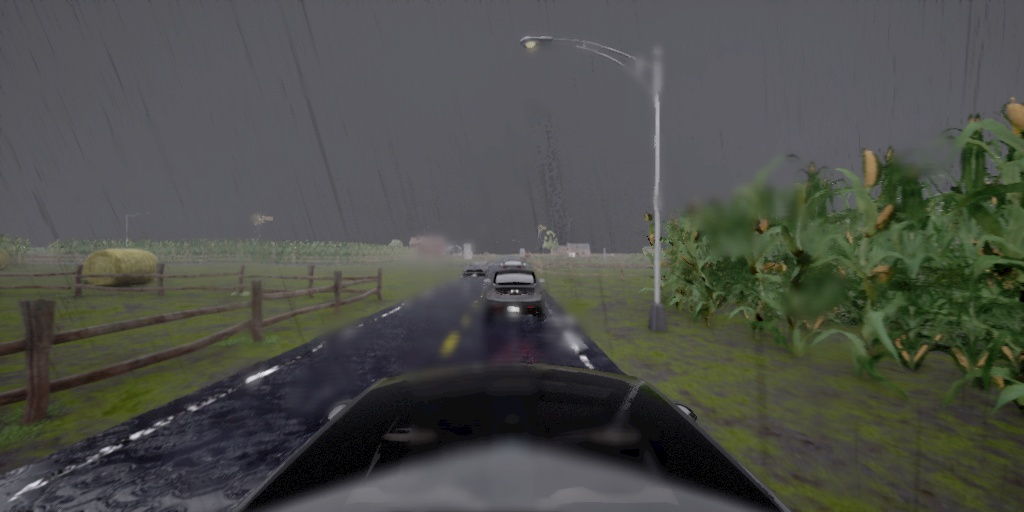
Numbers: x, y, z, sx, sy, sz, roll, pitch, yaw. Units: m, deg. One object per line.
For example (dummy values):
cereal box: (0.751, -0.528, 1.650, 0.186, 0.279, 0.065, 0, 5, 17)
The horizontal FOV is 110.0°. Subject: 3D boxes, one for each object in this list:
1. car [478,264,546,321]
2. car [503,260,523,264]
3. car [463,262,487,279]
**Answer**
car: (0.086, 1.181, 12.102, 1.837, 1.490, 4.892, 0, 1, 0)
car: (0.083, 1.035, 28.929, 1.882, 1.535, 5.008, 0, 0, 0)
car: (-2.854, 1.154, 29.579, 1.895, 1.301, 4.718, 0, 0, 0)
